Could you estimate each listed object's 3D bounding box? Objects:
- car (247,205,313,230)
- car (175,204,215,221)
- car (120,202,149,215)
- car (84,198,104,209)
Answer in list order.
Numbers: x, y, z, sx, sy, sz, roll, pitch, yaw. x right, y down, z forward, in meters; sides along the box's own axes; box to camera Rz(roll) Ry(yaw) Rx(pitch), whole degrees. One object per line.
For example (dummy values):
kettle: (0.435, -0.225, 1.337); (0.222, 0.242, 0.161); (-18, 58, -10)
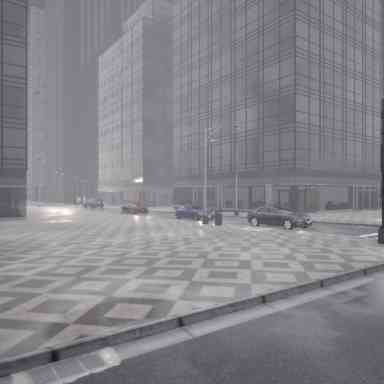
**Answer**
car: (5.951, 1.718, 22.962); (1.837, 1.490, 4.892); (0, -1, -36)
car: (0.136, 1.890, 30.998); (1.812, 1.442, 4.674); (0, -1, -36)
car: (-7.144, 2.034, 41.049); (1.882, 1.535, 5.008); (0, -1, -36)
car: (-18.293, 2.148, 61.869); (2.150, 2.045, 5.566); (0, -1, -37)
